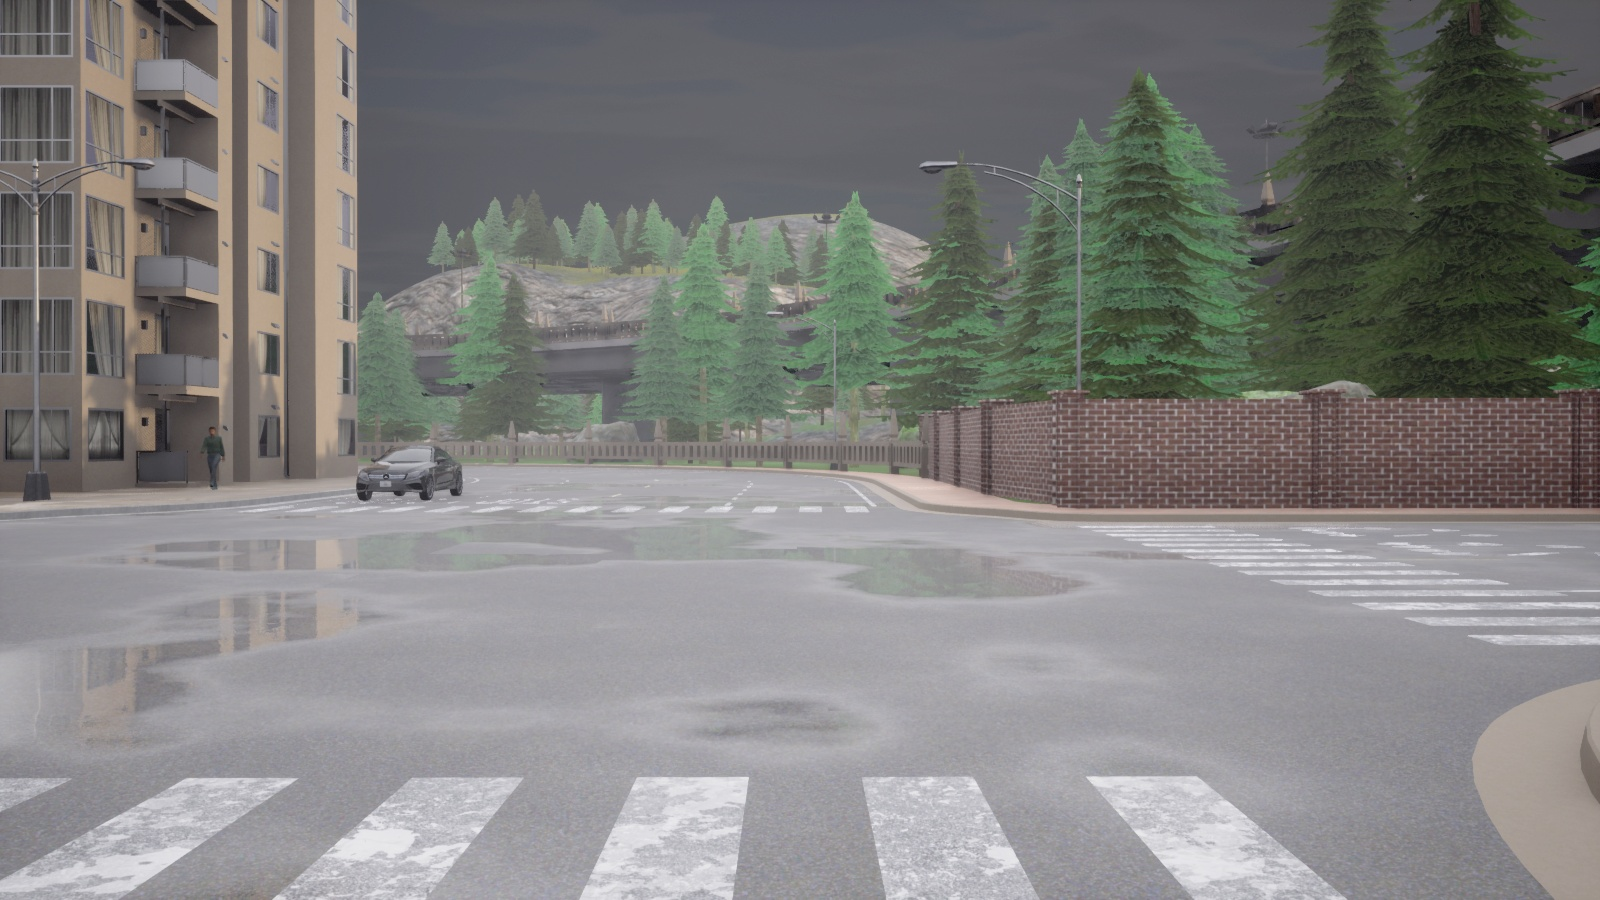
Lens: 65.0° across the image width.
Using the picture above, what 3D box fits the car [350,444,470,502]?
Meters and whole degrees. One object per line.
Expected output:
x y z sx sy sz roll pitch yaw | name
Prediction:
-10.497 0.571 34.132 1.812 1.442 4.674 0 0 0 | car

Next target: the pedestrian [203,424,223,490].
-16.542 0.187 35.391 0.353 1.847 0.614 0 0 -8 | pedestrian
